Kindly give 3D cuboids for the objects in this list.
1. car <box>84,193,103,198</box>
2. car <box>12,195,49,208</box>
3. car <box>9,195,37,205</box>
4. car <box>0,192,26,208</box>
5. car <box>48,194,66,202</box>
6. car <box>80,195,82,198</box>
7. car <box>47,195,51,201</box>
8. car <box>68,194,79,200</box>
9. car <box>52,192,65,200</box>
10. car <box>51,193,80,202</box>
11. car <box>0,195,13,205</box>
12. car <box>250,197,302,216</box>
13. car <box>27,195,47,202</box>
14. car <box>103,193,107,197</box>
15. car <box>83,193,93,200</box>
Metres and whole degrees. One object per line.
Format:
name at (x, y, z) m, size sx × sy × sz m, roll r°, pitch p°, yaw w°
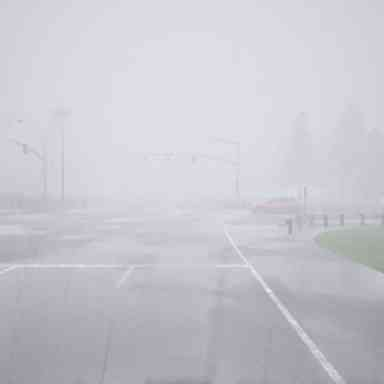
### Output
car at (-21.170, 1.187, 70.999) m, size 1.882 × 1.535 × 5.008 m, roll 0°, pitch 0°, yaw 0°
car at (-21.167, 1.430, 43.839) m, size 1.895 × 1.301 × 4.718 m, roll 0°, pitch 0°, yaw 0°
car at (-28.152, 1.324, 55.598) m, size 2.033 × 1.411 × 5.357 m, roll 0°, pitch 0°, yaw 0°
car at (-24.668, 1.043, 45.433) m, size 2.150 × 2.045 × 5.566 m, roll 0°, pitch 0°, yaw 0°
car at (-28.132, 1.216, 69.402) m, size 1.837 × 1.490 × 4.892 m, roll 0°, pitch 0°, yaw 0°
car at (-24.646, 1.191, 70.061) m, size 1.882 × 1.535 × 5.008 m, roll 0°, pitch 0°, yaw 0°
car at (-24.664, 1.266, 55.766) m, size 2.128 × 1.511 × 4.902 m, roll 0°, pitch 0°, yaw 0°
car at (-29.792, 1.152, 83.711) m, size 1.837 × 1.490 × 4.892 m, roll 0°, pitch 0°, yaw -10°
car at (-33.107, 1.012, 82.490) m, size 2.097 × 1.767 × 4.553 m, roll 0°, pitch 0°, yaw -10°
car at (-21.170, 1.322, 55.923) m, size 2.033 × 1.411 × 5.357 m, roll 0°, pitch 0°, yaw 0°
car at (-31.653, 1.273, 54.390) m, size 2.128 × 1.511 × 4.902 m, roll 0°, pitch 0°, yaw 0°
car at (7.705, 1.242, 30.830) m, size 4.553 × 1.767 × 2.097 m, roll 0°, pitch 0°, yaw 11°
car at (-31.615, 1.317, 68.138) m, size 1.895 × 1.301 × 4.718 m, roll 0°, pitch 0°, yaw 0°
car at (-23.093, 0.998, 85.837) m, size 2.097 × 1.767 × 4.553 m, roll 0°, pitch 0°, yaw -10°
car at (-26.514, 1.124, 85.067) m, size 1.882 × 1.535 × 5.008 m, roll 0°, pitch 0°, yaw -10°
